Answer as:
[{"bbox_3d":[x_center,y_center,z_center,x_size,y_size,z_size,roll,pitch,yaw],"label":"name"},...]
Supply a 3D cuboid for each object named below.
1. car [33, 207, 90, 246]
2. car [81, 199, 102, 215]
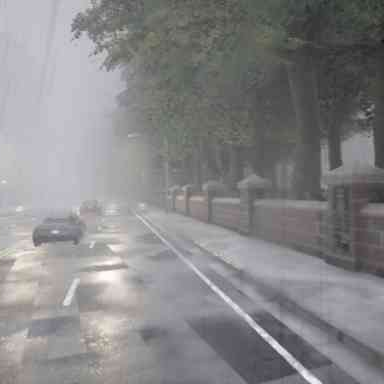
[{"bbox_3d":[-6.333,1.697,16.257,1.994,1.385,4.181,-1,0,-13],"label":"car"},{"bbox_3d":[-11.023,1.605,36.506,2.097,1.767,4.553,-1,0,-13],"label":"car"}]
